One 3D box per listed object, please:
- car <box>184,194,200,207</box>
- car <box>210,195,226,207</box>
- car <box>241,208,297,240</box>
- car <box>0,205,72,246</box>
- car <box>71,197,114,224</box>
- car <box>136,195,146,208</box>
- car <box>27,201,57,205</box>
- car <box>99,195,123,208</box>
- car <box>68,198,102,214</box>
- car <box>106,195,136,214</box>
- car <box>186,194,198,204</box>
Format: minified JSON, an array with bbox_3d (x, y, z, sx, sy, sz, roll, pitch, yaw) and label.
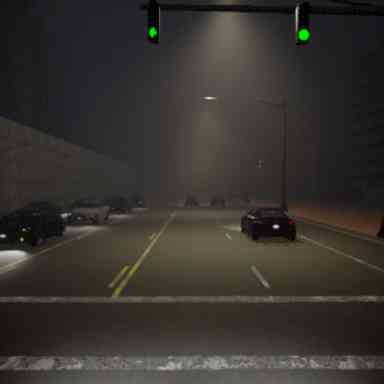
[{"bbox_3d":[-0.009,1.197,44.274,1.812,1.442,4.674,0,0,0],"label":"car"},{"bbox_3d":[3.503,1.189,45.354,1.812,1.442,4.674,0,1,0],"label":"car"},{"bbox_3d":[3.596,1.443,16.233,1.994,1.385,4.181,0,0,0],"label":"car"},{"bbox_3d":[-7.094,1.456,14.479,1.994,1.385,4.181,0,0,0],"label":"car"},{"bbox_3d":[-7.084,1.353,23.236,1.812,1.442,4.674,0,0,0],"label":"car"},{"bbox_3d":[-7.009,1.188,42.658,1.837,1.490,4.892,0,0,0],"label":"car"},{"bbox_3d":[-10.586,1.353,23.176,1.812,1.442,4.674,0,0,0],"label":"car"},{"bbox_3d":[-10.509,1.155,43.490,1.882,1.535,5.008,0,0,0],"label":"car"},{"bbox_3d":[-10.568,1.318,33.076,1.994,1.385,4.181,0,0,0],"label":"car"},{"bbox_3d":[-7.073,1.263,32.481,1.837,1.490,4.892,0,0,1],"label":"car"},{"bbox_3d":[-0.011,1.075,54.275,1.882,1.535,5.008,0,0,0],"label":"car"}]
